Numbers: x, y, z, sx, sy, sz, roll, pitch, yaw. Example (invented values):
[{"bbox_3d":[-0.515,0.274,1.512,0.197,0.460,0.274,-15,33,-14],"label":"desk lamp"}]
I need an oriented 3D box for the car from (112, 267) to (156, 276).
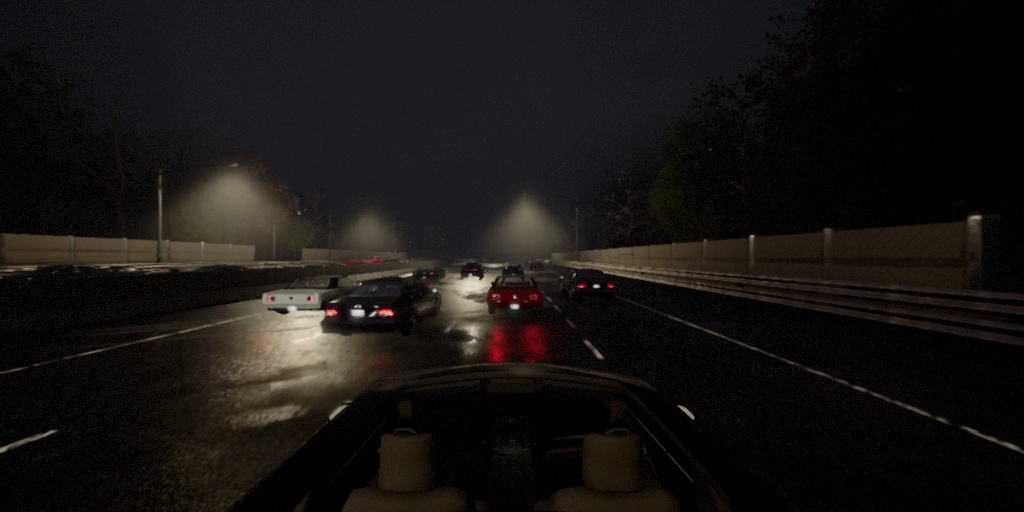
[{"bbox_3d":[-21.100,1.390,22.246,1.895,1.301,4.718,0,0,0],"label":"car"}]

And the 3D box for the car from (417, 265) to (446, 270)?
[{"bbox_3d":[-6.898,1.406,30.462,1.895,1.301,4.718,0,0,0],"label":"car"}]

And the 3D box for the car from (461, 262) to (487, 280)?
[{"bbox_3d":[-3.400,1.313,31.840,1.837,1.490,4.892,0,0,0],"label":"car"}]

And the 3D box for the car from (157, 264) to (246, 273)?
[{"bbox_3d":[-17.599,1.265,21.336,1.882,1.535,5.008,0,0,0],"label":"car"}]

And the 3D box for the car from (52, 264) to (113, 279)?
[{"bbox_3d":[-24.598,1.353,22.165,1.994,1.385,4.181,0,0,0],"label":"car"}]

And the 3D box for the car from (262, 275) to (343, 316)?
[{"bbox_3d":[-6.901,1.373,13.493,1.895,1.301,4.718,0,0,0],"label":"car"}]

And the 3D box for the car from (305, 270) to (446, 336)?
[{"bbox_3d":[-3.401,1.313,10.430,2.033,1.411,5.357,0,0,0],"label":"car"}]

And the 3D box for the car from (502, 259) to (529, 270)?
[{"bbox_3d":[0.101,1.300,31.798,2.128,1.511,4.902,0,0,0],"label":"car"}]

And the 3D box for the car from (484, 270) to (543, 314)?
[{"bbox_3d":[0.100,1.373,13.903,1.895,1.301,4.718,0,0,0],"label":"car"}]

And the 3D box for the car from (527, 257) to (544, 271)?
[{"bbox_3d":[3.499,1.331,52.185,1.882,1.535,5.008,0,0,0],"label":"car"}]

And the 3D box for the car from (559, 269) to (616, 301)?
[{"bbox_3d":[3.520,1.325,17.512,2.033,1.411,5.357,0,0,0],"label":"car"}]

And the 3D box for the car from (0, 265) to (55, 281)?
[{"bbox_3d":[-28.098,1.295,22.330,1.837,1.490,4.892,0,0,0],"label":"car"}]
